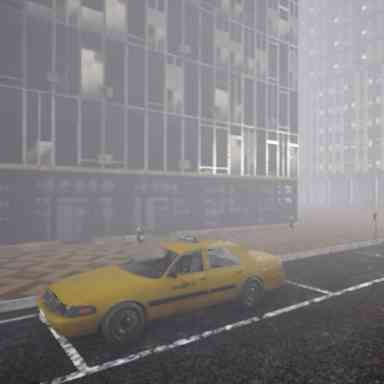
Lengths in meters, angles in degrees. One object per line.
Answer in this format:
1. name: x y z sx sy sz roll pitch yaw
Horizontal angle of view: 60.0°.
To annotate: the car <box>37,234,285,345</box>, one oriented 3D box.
1. car: -0.270 1.534 6.366 4.829 1.417 1.752 0 0 -36
